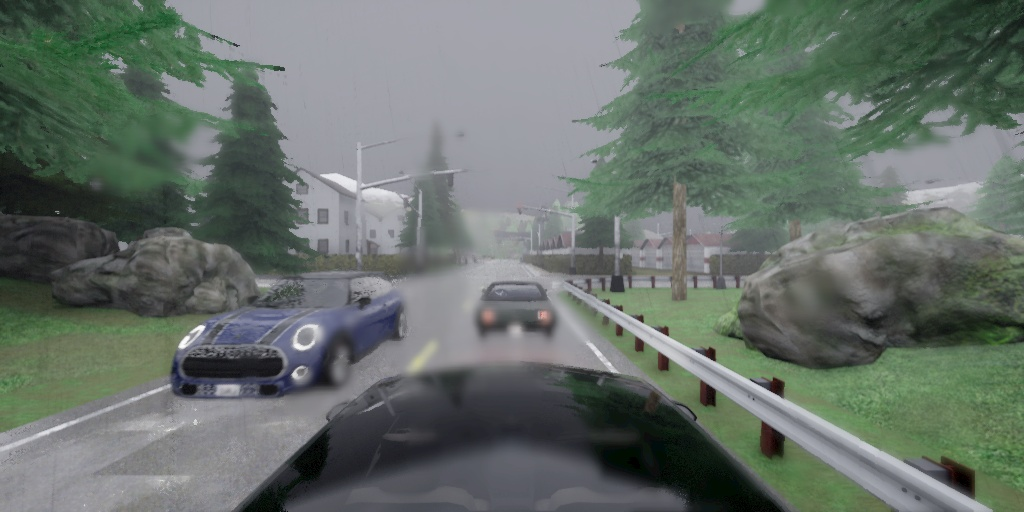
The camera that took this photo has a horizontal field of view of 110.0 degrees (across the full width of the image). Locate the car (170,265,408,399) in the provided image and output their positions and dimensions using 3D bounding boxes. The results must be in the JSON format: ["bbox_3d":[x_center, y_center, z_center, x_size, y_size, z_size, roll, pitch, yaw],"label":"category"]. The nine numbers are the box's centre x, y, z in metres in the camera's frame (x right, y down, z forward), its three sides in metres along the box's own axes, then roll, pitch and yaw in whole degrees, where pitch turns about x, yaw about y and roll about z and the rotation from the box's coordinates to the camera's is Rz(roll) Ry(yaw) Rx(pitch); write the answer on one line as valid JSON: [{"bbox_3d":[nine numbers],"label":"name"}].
[{"bbox_3d":[-3.564,1.093,6.764,2.097,1.767,4.553,0,0,0],"label":"car"}]

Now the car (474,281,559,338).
[{"bbox_3d":[0.106,1.337,10.081,1.895,1.301,4.718,0,0,0],"label":"car"}]
